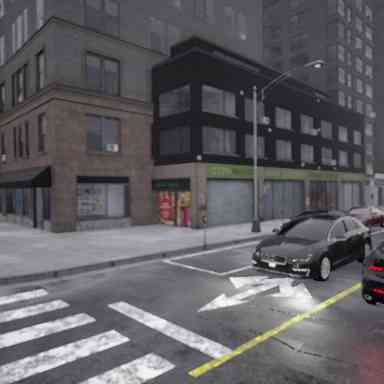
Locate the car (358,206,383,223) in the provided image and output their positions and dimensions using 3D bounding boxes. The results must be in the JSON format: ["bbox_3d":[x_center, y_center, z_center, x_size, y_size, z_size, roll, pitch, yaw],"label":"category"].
[{"bbox_3d":[9.935,1.478,19.345,4.206,1.307,1.802,-1,0,-44],"label":"car"}]

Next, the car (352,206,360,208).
[{"bbox_3d":[5.840,1.501,15.435,4.313,1.339,1.947,-1,0,-44],"label":"car"}]

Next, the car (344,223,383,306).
[{"bbox_3d":[5.163,1.469,6.947,4.892,1.490,1.837,-1,0,-44],"label":"car"}]

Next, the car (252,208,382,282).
[{"bbox_3d":[3.722,1.467,9.859,4.892,1.490,1.837,-2,2,-44],"label":"car"}]
